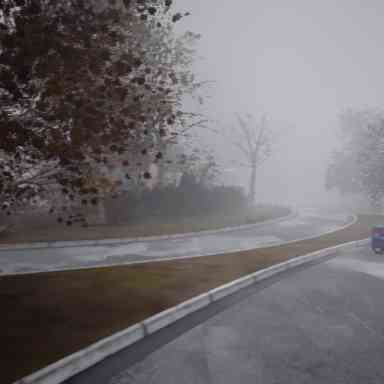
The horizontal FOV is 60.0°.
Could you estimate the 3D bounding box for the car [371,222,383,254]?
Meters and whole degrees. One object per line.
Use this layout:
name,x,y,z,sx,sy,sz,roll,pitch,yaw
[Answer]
car,8.624,1.546,12.697,5.008,1.535,1.882,0,0,-41
